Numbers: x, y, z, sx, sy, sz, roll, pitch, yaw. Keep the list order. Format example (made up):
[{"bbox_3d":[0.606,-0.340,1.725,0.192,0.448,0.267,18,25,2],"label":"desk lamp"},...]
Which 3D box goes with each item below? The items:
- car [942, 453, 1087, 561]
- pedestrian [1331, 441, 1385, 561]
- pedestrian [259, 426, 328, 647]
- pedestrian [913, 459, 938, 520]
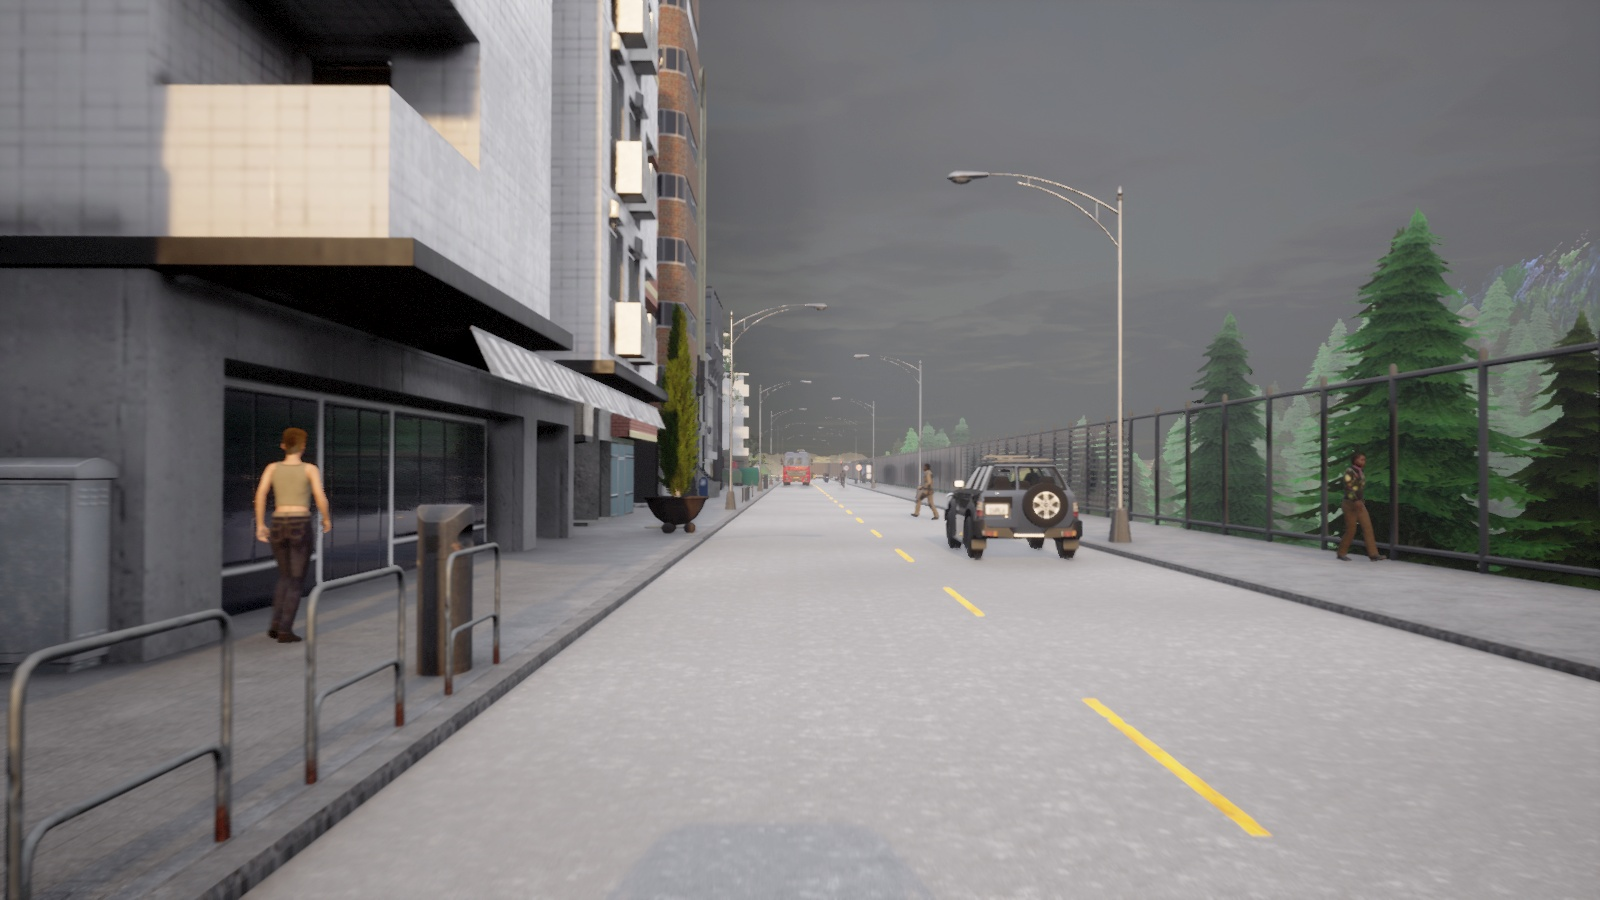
[{"bbox_3d":[3.937,1.015,23.834,1.932,1.855,4.605,0,-1,0],"label":"car"},{"bbox_3d":[9.144,0.833,20.591,0.395,1.930,0.692,0,-1,-29],"label":"pedestrian"},{"bbox_3d":[-4.316,0.721,10.714,0.345,1.836,0.594,0,-1,0],"label":"pedestrian"},{"bbox_3d":[4.012,1.269,40.051,0.692,1.930,0.396,-1,-1,26],"label":"pedestrian"}]
